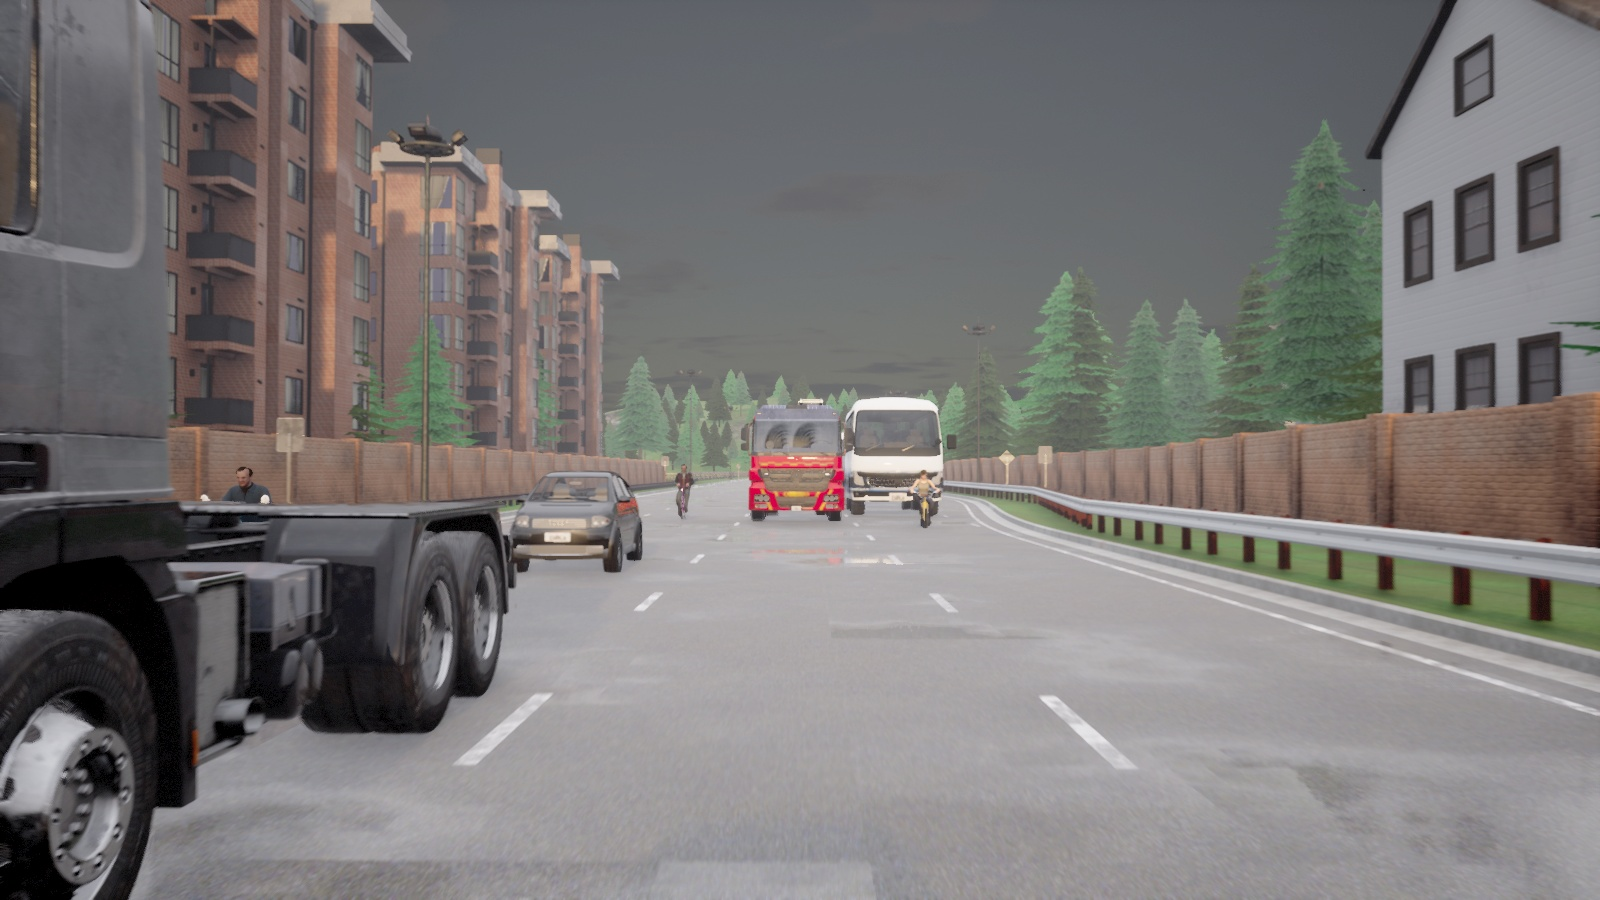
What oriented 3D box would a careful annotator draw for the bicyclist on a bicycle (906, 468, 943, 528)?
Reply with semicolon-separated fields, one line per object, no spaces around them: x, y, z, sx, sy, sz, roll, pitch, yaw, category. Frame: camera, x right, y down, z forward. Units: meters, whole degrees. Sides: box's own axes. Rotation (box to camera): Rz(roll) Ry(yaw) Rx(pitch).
3.416;1.315;34.563;0.866;1.612;1.509;0;-1;0;bicyclist on a bicycle

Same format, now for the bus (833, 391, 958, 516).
3.379;0.226;47.962;3.944;4.253;10.273;0;-1;0;bus

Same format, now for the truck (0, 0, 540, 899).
-3.519;-0.051;6.103;2.891;3.462;7.936;0;-1;0;truck

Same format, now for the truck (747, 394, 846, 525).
-0.105;0.337;41.087;2.891;3.827;8.468;0;-1;0;truck

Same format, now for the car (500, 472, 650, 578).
-3.550;1.148;20.410;1.789;1.549;3.705;0;-1;0;car
